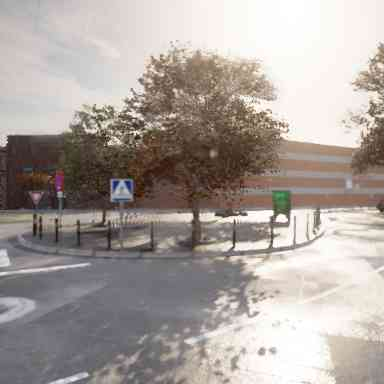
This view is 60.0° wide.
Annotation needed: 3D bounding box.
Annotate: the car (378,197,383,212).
[{"bbox_3d":[26.872,1.664,43.871,5.566,2.045,2.150,1,-1,-31],"label":"car"}]
